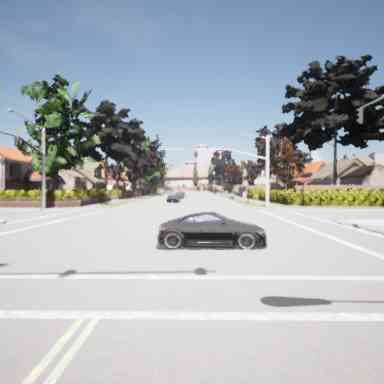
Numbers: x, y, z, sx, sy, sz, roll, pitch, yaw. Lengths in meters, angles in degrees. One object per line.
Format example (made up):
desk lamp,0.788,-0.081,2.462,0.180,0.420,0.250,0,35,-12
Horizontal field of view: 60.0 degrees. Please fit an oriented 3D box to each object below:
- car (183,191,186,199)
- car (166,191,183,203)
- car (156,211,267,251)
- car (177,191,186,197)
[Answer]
car,-2.615,0.703,66.316,2.033,1.411,5.357,0,1,1
car,-2.806,0.910,49.985,2.033,1.411,5.357,0,1,1
car,0.722,1.460,12.824,4.181,1.385,1.994,1,1,1
car,-2.497,0.485,81.953,2.033,1.411,5.357,0,1,0
